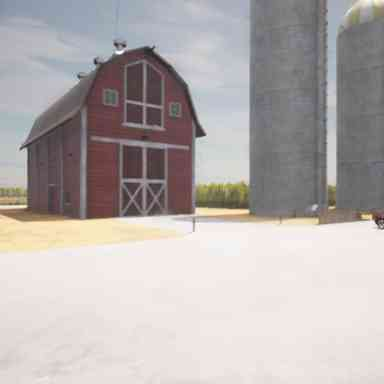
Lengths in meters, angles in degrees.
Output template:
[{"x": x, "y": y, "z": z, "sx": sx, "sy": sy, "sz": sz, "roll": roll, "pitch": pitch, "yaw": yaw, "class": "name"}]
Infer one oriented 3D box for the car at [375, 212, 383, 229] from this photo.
[{"x": 13.594, "y": 1.658, "z": 20.389, "sx": 1.994, "sy": 1.381, "sz": 4.181, "roll": 0, "pitch": 0, "yaw": -36, "class": "car"}]
